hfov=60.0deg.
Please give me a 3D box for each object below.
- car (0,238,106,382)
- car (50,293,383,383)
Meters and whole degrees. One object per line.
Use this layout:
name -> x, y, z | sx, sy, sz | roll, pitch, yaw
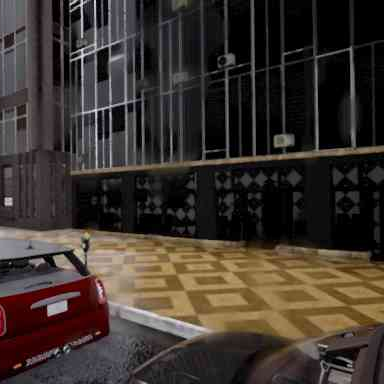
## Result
car -> -3.220, 1.440, 5.175 | 4.097, 1.590, 1.967 | 0, -1, 35
car -> 1.387, 1.551, 1.899 | 4.403, 1.369, 2.008 | 0, -1, 35
